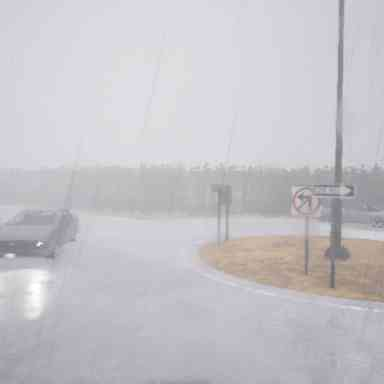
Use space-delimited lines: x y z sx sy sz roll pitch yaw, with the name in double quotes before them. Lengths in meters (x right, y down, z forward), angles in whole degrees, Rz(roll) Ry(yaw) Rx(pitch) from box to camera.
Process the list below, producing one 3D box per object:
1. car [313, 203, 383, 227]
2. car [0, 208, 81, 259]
"car" 9.765 1.327 20.124 4.718 1.301 1.895 1 1 35
"car" -5.202 1.274 11.551 2.033 1.411 5.357 0 1 -7
